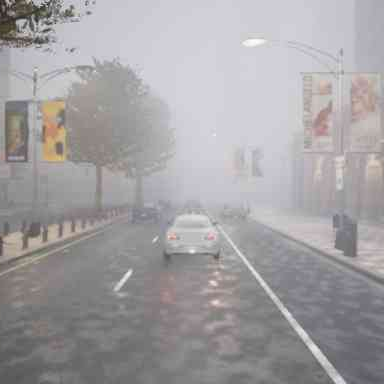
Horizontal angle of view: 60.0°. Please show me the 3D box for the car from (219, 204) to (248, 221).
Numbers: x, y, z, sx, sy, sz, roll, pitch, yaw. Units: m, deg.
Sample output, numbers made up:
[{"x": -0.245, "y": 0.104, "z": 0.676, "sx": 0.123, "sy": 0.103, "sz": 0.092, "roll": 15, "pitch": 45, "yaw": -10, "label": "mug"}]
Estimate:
[{"x": 3.261, "y": 1.615, "z": 27.161, "sx": 1.895, "sy": 1.301, "sz": 4.718, "roll": 0, "pitch": 0, "yaw": 0, "label": "car"}]

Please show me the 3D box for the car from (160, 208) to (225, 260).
[{"x": 0.003, "y": 1.535, "z": 12.312, "sx": 1.812, "sy": 1.442, "sz": 4.674, "roll": 0, "pitch": 0, "yaw": 0, "label": "car"}]

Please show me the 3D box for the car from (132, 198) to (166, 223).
[{"x": -3.388, "y": 1.495, "z": 25.834, "sx": 1.882, "sy": 1.535, "sz": 5.008, "roll": 0, "pitch": 0, "yaw": 0, "label": "car"}]

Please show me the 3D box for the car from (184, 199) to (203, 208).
[{"x": 0.113, "y": 1.565, "z": 26.476, "sx": 2.033, "sy": 1.411, "sz": 5.357, "roll": 0, "pitch": 0, "yaw": 0, "label": "car"}]

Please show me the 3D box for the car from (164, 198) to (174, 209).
[{"x": -3.381, "y": 1.507, "z": 41.915, "sx": 1.882, "sy": 1.535, "sz": 5.008, "roll": 0, "pitch": 0, "yaw": 0, "label": "car"}]
